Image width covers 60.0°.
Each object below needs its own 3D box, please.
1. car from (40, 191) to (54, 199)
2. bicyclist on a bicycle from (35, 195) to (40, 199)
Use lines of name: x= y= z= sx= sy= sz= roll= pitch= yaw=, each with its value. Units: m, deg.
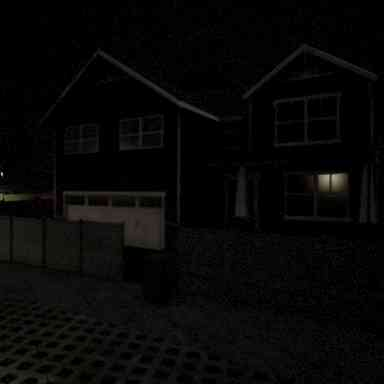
car: x=-14.966 y=0.856 z=37.247 sx=2.150 sy=2.045 sz=5.566 roll=0 pitch=1 yaw=22
bicyclist on a bicycle: x=-12.731 y=1.075 z=27.471 sx=1.656 sy=1.620 sz=0.582 roll=0 pitch=1 yaw=24
